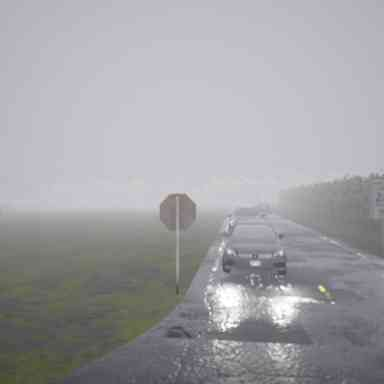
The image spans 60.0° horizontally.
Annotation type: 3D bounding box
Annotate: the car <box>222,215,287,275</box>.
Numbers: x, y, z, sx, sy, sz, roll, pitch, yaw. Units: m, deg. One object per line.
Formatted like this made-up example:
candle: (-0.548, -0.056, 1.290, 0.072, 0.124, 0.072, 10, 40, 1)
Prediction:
car: (2.089, 1.722, 11.344, 1.812, 1.442, 4.674, 0, -1, 9)

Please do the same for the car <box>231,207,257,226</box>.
car: (4.574, 2.083, 29.604, 2.033, 1.411, 5.357, 0, -1, 8)

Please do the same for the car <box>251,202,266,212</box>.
car: (11.027, 2.511, 55.703, 2.128, 1.511, 4.902, 0, -1, 8)

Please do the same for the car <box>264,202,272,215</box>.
car: (9.713, 2.184, 45.869, 2.097, 1.767, 4.553, 0, -1, 7)

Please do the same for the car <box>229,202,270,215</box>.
car: (3.297, 1.711, 20.109, 2.097, 1.767, 4.553, 0, -1, 8)

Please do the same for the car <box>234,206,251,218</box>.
car: (5.949, 2.326, 39.667, 1.895, 1.301, 4.718, 0, -1, 8)
